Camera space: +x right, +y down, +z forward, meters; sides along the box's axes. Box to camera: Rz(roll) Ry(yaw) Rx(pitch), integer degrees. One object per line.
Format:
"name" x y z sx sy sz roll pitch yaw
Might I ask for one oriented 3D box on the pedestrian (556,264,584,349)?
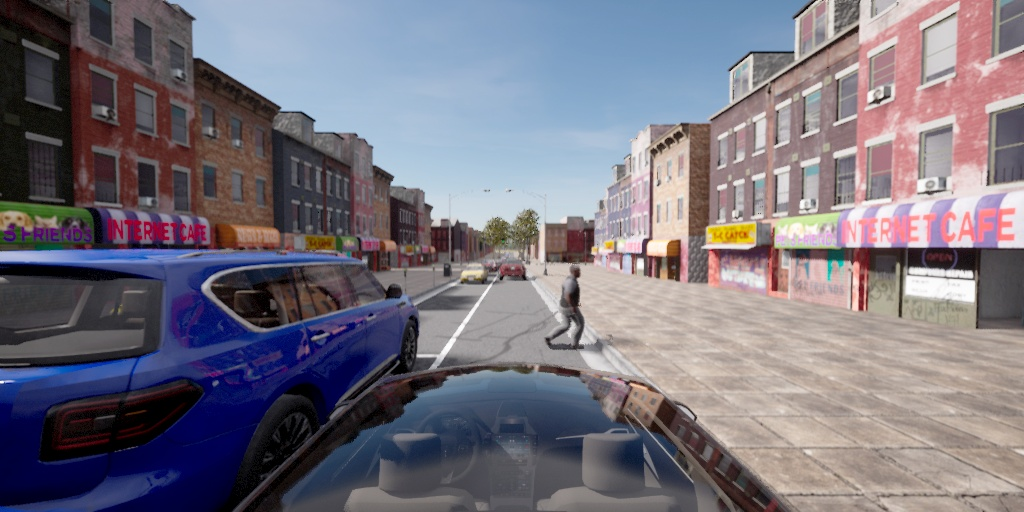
"pedestrian" 1.214 1.013 7.501 0.375 1.860 0.375 1 2 0

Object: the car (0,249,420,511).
"car" -2.752 0.961 4.264 2.150 2.045 5.566 0 0 0

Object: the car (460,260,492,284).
"car" -2.659 1.183 25.771 1.751 1.417 4.829 0 0 0

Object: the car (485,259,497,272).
"car" -2.674 1.089 42.281 1.967 1.591 4.097 0 0 0

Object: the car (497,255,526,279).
"car" 0.068 1.004 30.530 2.097 1.767 4.553 0 0 0
